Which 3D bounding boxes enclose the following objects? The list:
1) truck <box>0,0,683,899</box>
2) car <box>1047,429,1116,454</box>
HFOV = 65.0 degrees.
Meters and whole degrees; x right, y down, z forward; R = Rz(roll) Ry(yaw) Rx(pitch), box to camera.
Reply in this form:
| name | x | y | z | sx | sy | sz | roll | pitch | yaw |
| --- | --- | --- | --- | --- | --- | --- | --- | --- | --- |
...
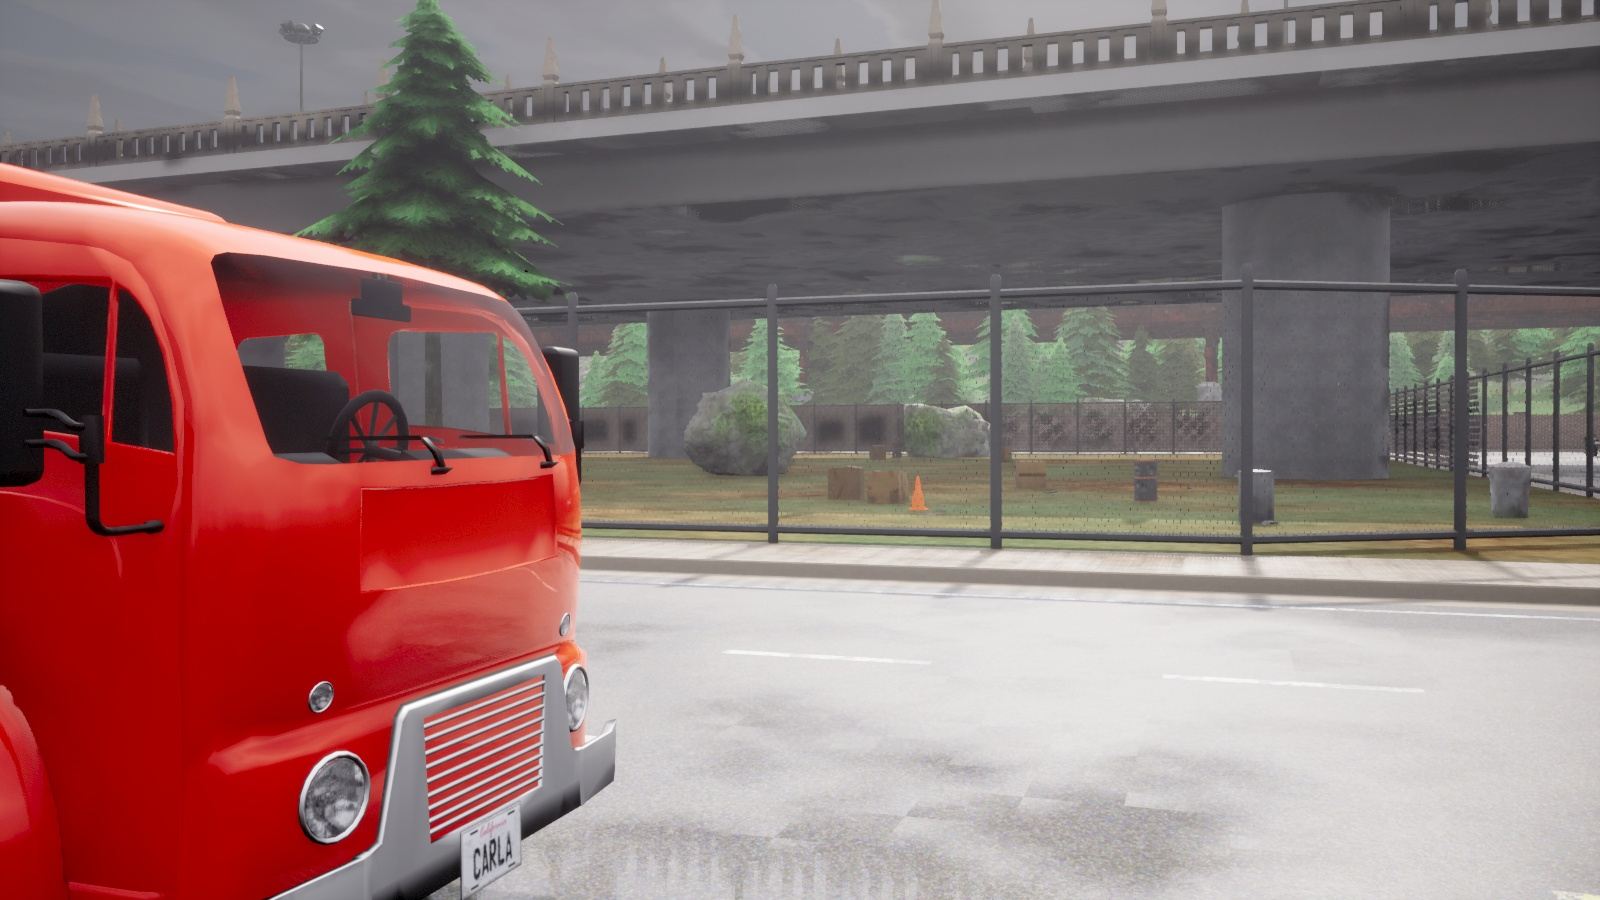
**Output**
| name | x | y | z | sx | sy | sz | roll | pitch | yaw |
| --- | --- | --- | --- | --- | --- | --- | --- | --- | --- |
| truck | -3.327 | 0.258 | 4.304 | 5.204 | 2.467 | 2.627 | 1 | 1 | 19 |
| car | 20.002 | -0.612 | 89.128 | 4.553 | 1.767 | 2.097 | 1 | 1 | 18 |
